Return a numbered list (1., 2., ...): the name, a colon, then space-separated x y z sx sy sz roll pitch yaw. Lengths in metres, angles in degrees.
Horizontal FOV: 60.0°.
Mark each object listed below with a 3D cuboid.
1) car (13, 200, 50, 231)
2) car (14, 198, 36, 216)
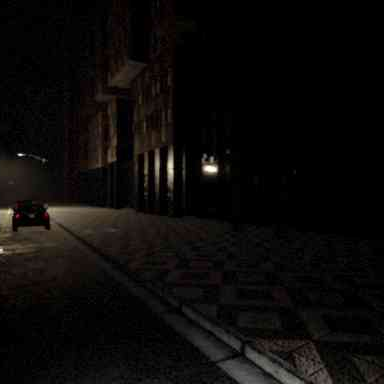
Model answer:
1. car: -10.819 1.527 22.340 2.097 1.767 4.553 0 0 -28
2. car: -19.225 1.646 38.235 2.097 1.767 4.553 0 0 -28
